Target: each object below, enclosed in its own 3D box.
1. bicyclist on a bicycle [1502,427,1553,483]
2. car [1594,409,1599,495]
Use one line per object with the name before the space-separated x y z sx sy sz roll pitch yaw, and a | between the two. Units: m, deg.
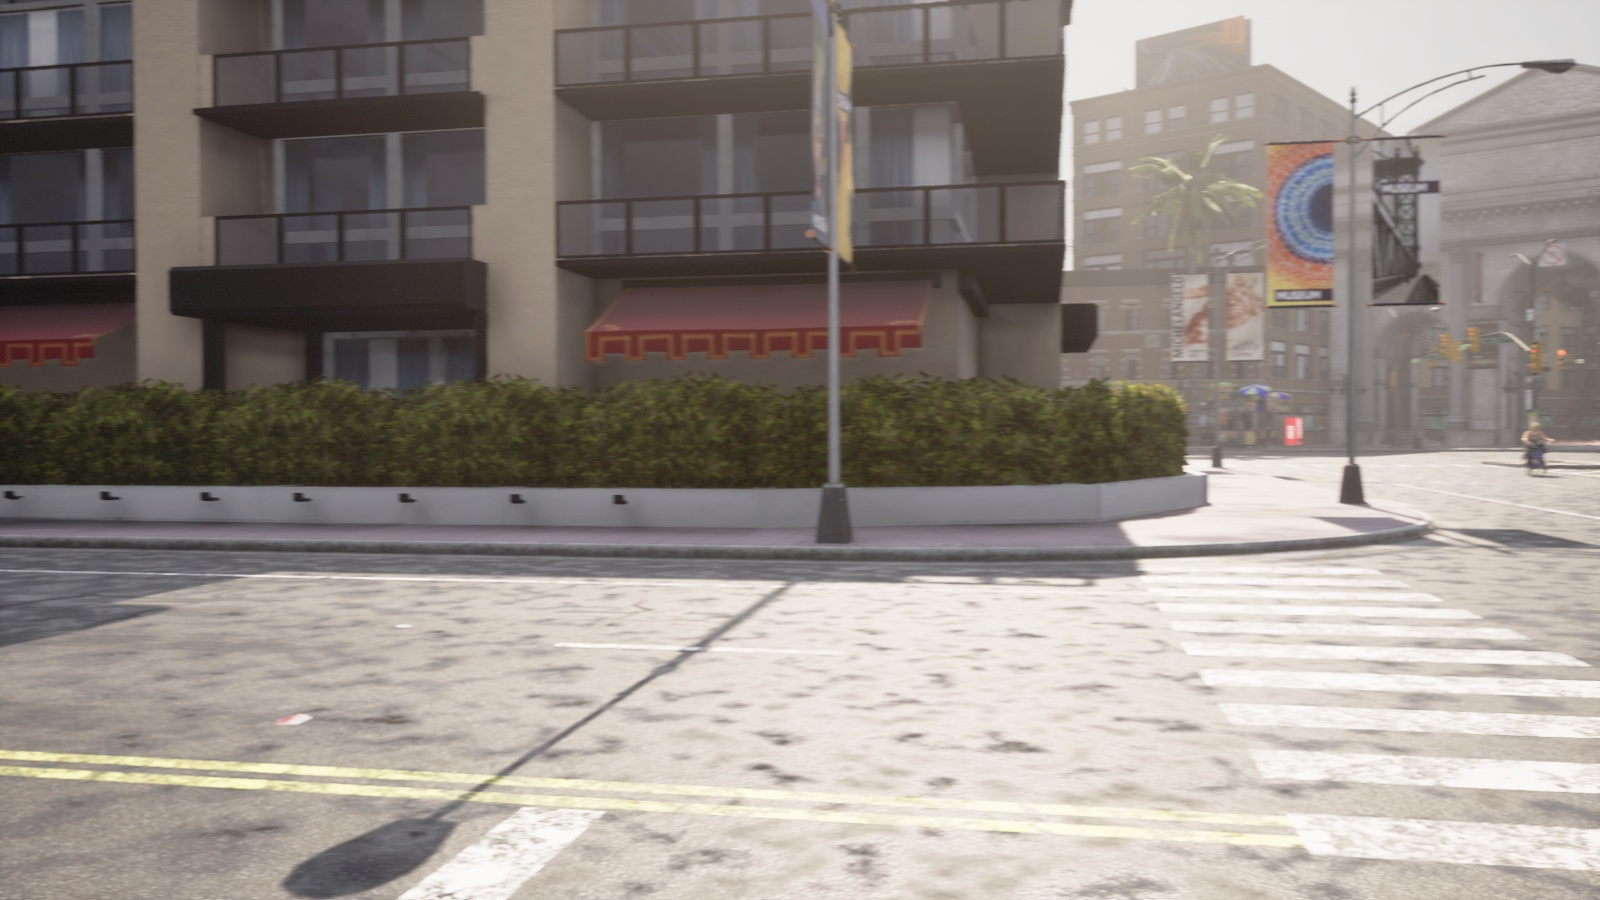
bicyclist on a bicycle | 21.616 0.138 37.338 0.866 1.612 1.509 0 1 11
car | 19.668 0.098 27.336 2.150 2.045 5.566 0 1 11
